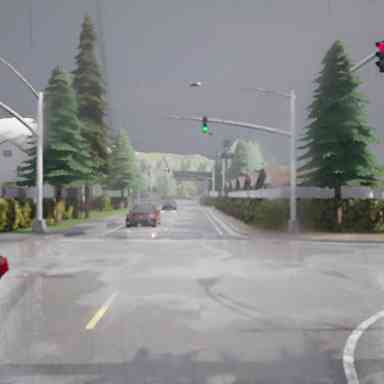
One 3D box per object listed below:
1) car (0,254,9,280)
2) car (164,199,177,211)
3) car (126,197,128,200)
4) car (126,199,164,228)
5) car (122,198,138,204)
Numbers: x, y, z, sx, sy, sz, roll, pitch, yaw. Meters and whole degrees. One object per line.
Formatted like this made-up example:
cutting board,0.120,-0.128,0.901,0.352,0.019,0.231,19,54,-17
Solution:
car,-6.575,1.677,6.841,4.718,1.301,1.895,1,-1,-39
car,-3.494,1.989,52.384,2.097,1.767,4.553,0,0,0
car,-16.768,2.095,83.003,3.866,1.878,1.905,0,-1,-1
car,-3.497,1.654,24.515,2.097,1.767,4.553,0,-1,0
car,-16.176,2.419,86.328,3.806,1.475,1.970,0,-1,-1
